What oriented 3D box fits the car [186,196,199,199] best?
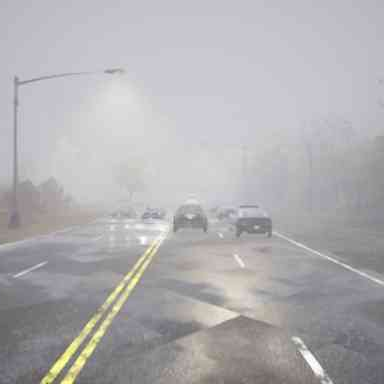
[{"bbox_3d":[0.052,1.724,61.734,2.150,2.045,5.566,0,0,0],"label":"car"}]

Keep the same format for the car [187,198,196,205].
[{"bbox_3d":[-0.035,2.132,76.895,2.033,1.411,5.357,0,0,0],"label":"car"}]

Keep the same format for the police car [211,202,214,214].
[{"bbox_3d":[3.234,1.859,41.134,2.038,1.542,4.974,0,-1,0],"label":"police car"}]

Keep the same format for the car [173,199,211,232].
[{"bbox_3d":[-0.087,1.550,21.786,2.097,1.767,4.553,0,-1,0],"label":"car"}]

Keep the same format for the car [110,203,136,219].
[{"bbox_3d":[-6.613,1.815,32.455,1.812,1.442,4.674,0,0,0],"label":"car"}]

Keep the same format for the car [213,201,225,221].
[{"bbox_3d":[3.239,1.790,30.130,1.812,1.442,4.674,0,-1,0],"label":"car"}]

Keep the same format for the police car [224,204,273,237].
[{"bbox_3d":[3.247,1.592,19.238,1.930,1.638,5.238,0,0,0],"label":"police car"}]

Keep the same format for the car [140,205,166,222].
[{"bbox_3d":[-3.362,1.866,29.446,1.895,1.301,4.718,0,0,0],"label":"car"}]
